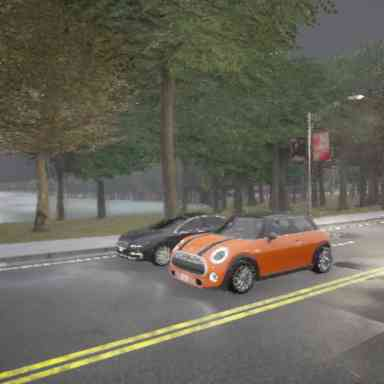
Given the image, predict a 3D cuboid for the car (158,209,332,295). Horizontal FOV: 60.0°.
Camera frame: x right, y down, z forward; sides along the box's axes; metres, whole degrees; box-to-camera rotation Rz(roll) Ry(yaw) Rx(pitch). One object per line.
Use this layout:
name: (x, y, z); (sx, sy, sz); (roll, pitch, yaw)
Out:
car: (1.662, 1.342, 8.860); (4.553, 1.767, 2.097); (0, 0, -35)

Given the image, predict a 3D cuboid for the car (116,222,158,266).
car: (-0.177, 1.495, 11.540); (4.892, 1.490, 1.837); (0, 0, -35)
